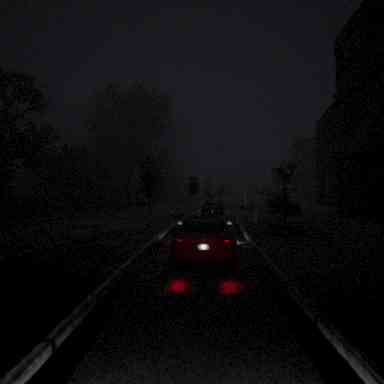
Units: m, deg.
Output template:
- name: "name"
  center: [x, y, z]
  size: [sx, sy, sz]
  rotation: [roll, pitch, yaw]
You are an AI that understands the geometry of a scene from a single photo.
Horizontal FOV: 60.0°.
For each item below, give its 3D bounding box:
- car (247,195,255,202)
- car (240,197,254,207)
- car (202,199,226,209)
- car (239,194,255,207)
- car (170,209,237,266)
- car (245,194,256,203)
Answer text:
- name: "car"
  center: [15.492, 1.653, 87.084]
  size: [2.185, 1.767, 4.553]
  rotation: [0, 0, 11]
- name: "car"
  center: [9.015, 1.573, 54.509]
  size: [2.163, 1.488, 4.792]
  rotation: [0, 0, 11]
- name: "car"
  center: [1.947, 1.384, 29.482]
  size: [2.128, 1.511, 4.902]
  rotation: [0, 0, 7]
- name: "car"
  center: [7.966, 1.501, 49.111]
  size: [2.097, 1.535, 5.008]
  rotation: [-1, -1, 11]
- name: "car"
  center: [0.418, 1.474, 11.175]
  size: [1.994, 1.385, 4.181]
  rotation: [0, 0, 3]
- name: "car"
  center: [14.423, 1.491, 81.704]
  size: [2.435, 2.045, 5.566]
  rotation: [0, 0, 11]
